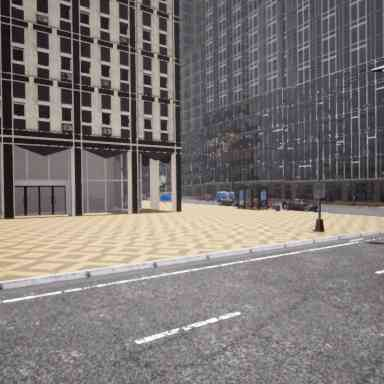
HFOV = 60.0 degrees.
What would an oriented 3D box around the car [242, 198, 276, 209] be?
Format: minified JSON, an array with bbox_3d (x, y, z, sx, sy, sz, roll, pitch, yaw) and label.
[{"bbox_3d":[8.470,1.387,40.479,1.802,1.307,4.206,-1,1,-34],"label":"car"}]

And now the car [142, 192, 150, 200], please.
[{"bbox_3d":[-10.651,1.038,68.713,2.008,1.369,4.403,0,1,-34],"label":"car"}]

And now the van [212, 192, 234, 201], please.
[{"bbox_3d":[5.879,0.854,59.343,1.690,1.788,3.998,-1,1,-34],"label":"van"}]

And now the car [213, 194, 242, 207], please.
[{"bbox_3d":[5.316,1.318,45.207,1.947,1.339,4.313,-1,1,-34],"label":"car"}]

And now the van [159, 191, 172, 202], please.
[{"bbox_3d":[-4.246,0.936,59.319,1.690,1.788,3.998,0,1,-34],"label":"van"}]

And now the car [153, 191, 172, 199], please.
[{"bbox_3d":[-6.930,0.613,78.126,2.192,1.841,5.009,0,1,-34],"label":"car"}]

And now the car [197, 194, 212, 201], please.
[{"bbox_3d":[2.678,1.042,64.042,1.802,1.307,4.206,-1,1,-34],"label":"car"}]

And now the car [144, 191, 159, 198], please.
[{"bbox_3d":[-10.132,0.684,82.822,1.967,1.590,4.097,0,1,-34],"label":"car"}]

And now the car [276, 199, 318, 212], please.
[{"bbox_3d":[11.659,1.422,35.771,1.947,1.339,4.313,-1,1,-34],"label":"car"}]
